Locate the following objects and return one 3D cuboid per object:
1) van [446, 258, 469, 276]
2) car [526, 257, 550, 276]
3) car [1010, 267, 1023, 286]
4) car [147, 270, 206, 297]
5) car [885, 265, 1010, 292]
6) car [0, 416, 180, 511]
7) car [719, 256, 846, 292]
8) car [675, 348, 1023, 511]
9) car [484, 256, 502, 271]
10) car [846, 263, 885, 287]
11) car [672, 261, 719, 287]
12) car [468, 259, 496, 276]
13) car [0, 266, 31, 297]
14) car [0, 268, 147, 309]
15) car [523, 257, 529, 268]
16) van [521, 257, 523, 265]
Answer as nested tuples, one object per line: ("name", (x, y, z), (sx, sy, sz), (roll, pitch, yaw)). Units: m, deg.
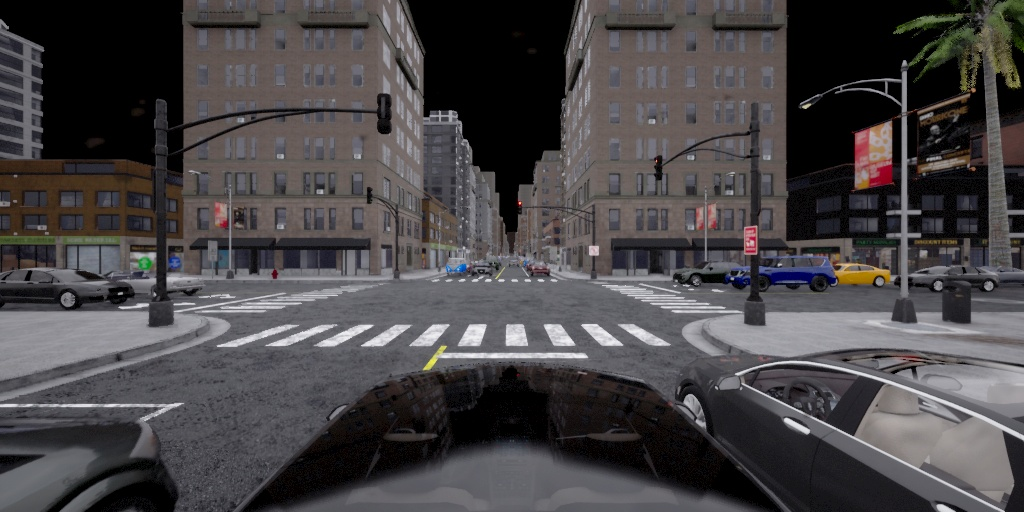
("van", (-5.725, 1.093, 37.017), (1.690, 1.789, 3.998), (0, 0, 0))
("car", (2.800, 1.192, 36.984), (1.967, 1.591, 4.097), (0, 0, 0))
("car", (32.625, 1.363, 24.425), (4.181, 1.385, 1.994), (0, 0, -1))
("car", (-17.906, 1.324, 17.438), (4.718, 1.301, 1.895), (0, 0, 0))
("car", (25.528, 1.294, 21.135), (4.892, 1.490, 1.837), (0, 0, 0))
("car", (-3.100, 1.314, 0.493), (1.994, 1.385, 4.181), (0, 0, 0))
("car", (15.706, 0.993, 21.079), (5.566, 2.045, 2.150), (0, 0, 0))
("car", (2.668, 1.300, 2.334), (2.007, 1.370, 4.403), (0, 0, 0))
("car", (-2.910, 0.976, 49.696), (2.150, 2.045, 5.566), (0, 0, 0))
("car", (22.615, 1.257, 24.367), (5.008, 1.535, 1.882), (0, 0, 0))
("car", (13.385, 1.116, 24.316), (4.553, 1.767, 2.097), (0, 0, 0))
("car", (-2.970, 1.316, 36.657), (1.994, 1.385, 4.181), (0, 0, 0))
("car", (-26.893, 1.235, 17.389), (4.674, 1.442, 1.812), (0, 0, 0))
("car", (-17.945, 1.232, 14.189), (4.892, 1.490, 1.837), (0, 0, 0))
("car", (2.847, 1.193, 48.322), (1.967, 1.591, 4.097), (0, 0, 0))
("van", (2.893, 1.094, 59.661), (1.690, 1.789, 3.998), (0, 0, 0))
